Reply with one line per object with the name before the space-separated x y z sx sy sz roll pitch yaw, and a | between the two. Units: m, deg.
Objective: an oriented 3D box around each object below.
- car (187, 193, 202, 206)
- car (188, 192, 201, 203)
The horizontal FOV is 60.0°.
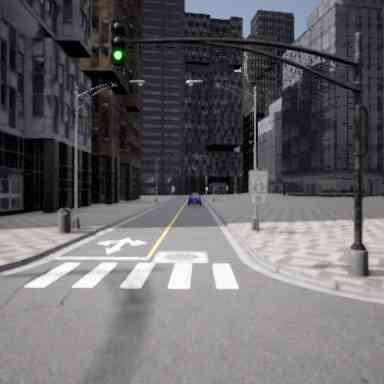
car | 0.375 1.087 45.552 1.882 1.535 5.008 0 0 1
car | 0.468 0.884 55.973 2.097 1.767 4.553 0 0 1
